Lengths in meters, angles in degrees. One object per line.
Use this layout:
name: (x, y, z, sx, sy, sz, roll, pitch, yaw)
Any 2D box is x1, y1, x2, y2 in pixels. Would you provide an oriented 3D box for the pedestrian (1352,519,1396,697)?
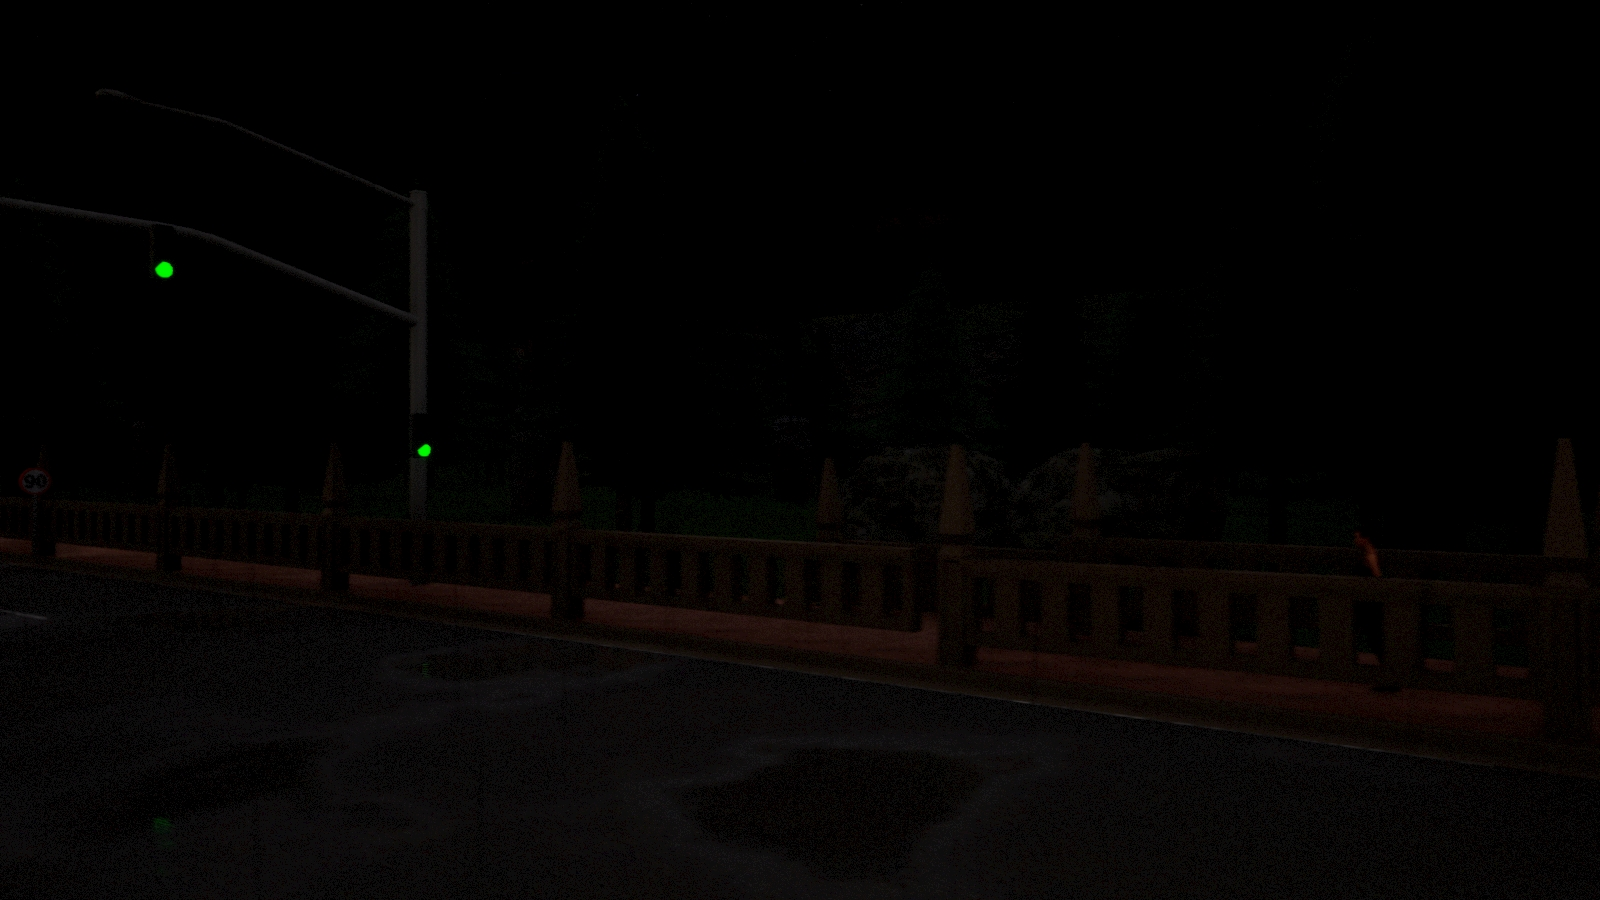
pedestrian: (6.231, 1.694, 12.404, 0.375, 1.860, 0.375, 0, 0, 35)
